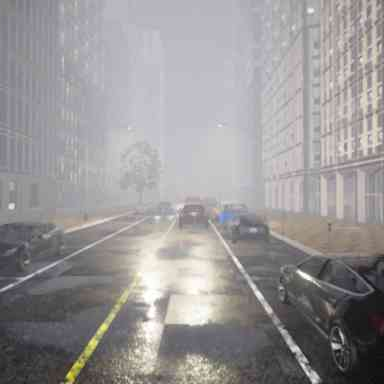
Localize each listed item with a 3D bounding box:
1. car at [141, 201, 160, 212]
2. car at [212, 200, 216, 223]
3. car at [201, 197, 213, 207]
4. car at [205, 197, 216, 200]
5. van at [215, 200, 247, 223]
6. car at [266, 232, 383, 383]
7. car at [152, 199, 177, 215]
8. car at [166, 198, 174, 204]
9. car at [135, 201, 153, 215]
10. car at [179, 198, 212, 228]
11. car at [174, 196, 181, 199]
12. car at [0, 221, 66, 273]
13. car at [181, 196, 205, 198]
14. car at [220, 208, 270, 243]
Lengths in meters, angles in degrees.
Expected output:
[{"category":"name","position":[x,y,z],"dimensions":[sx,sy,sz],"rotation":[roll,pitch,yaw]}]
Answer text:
[{"category":"car","position":[-5.635,1.958,45.263],"dimensions":[2.008,1.369,4.403],"rotation":[0,0,0]},{"category":"car","position":[2.726,1.701,28.166],"dimensions":[1.967,1.590,4.097],"rotation":[0,-1,0]},{"category":"car","position":[2.767,1.866,62.319],"dimensions":[2.192,1.841,5.009],"rotation":[0,0,0]},{"category":"car","position":[2.754,1.771,50.935],"dimensions":[2.192,1.841,5.009],"rotation":[0,0,0]},{"category":"van","position":[2.720,1.551,22.476],"dimensions":[1.690,1.788,3.998],"rotation":[0,-1,0]},{"category":"car","position":[2.699,1.619,5.397],"dimensions":[1.947,1.339,4.313],"rotation":[0,-1,0]},{"category":"car","position":[-3.050,1.853,38.037],"dimensions":[1.837,1.490,4.892],"rotation":[0,-1,0]},{"category":"car","position":[-5.588,2.314,85.106],"dimensions":[1.802,1.307,4.206],"rotation":[0,0,0]},{"category":"car","position":[-5.642,1.883,39.399],"dimensions":[1.752,1.417,4.829],"rotation":[0,0,0]},{"category":"car","position":[0.130,1.581,24.546],"dimensions":[2.097,1.767,4.553],"rotation":[0,0,0]},{"category":"car","position":[-2.908,1.653,78.770],"dimensions":[2.097,1.767,4.553],"rotation":[0,0,0]},{"category":"car","position":[-5.675,1.671,11.107],"dimensions":[1.947,1.339,4.313],"rotation":[0,-1,0]},{"category":"car","position":[0.148,1.591,41.218],"dimensions":[2.150,2.045,5.566],"rotation":[0,-1,0]},{"category":"car","position":[2.713,1.724,16.781],"dimensions":[1.947,1.339,4.313],"rotation":[0,-1,0]}]
